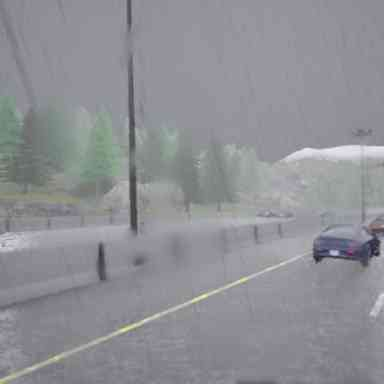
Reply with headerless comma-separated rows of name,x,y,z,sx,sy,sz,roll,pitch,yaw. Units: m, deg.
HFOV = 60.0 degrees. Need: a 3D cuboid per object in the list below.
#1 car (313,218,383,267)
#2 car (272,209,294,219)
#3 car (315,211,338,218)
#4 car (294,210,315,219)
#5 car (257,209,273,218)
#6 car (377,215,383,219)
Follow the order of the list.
car,6.182,1.945,13.130,1.812,1.442,4.674,-2,-2,36
car,16.238,3.827,57.301,2.128,1.511,4.902,-2,-4,36
car,22.007,3.720,53.340,2.033,1.411,5.357,-2,-4,36
car,19.098,3.730,55.289,1.882,1.535,5.008,-2,-3,36
car,13.416,3.772,59.364,2.097,1.767,4.553,-2,-4,36
car,14.707,2.428,25.001,1.994,1.385,4.181,-2,-3,36
